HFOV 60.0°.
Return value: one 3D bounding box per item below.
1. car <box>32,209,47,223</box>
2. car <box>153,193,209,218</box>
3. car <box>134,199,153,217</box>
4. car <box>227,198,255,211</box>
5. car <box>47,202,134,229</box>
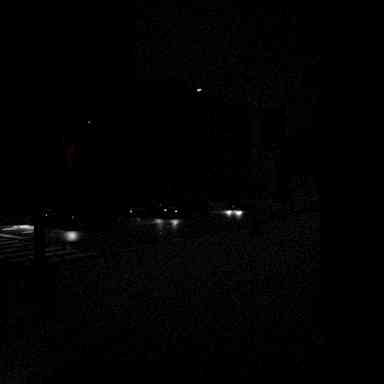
[{"bbox_3d":[-8.940,1.511,23.388,1.994,1.385,4.181,0,0,35],"label":"car"},{"bbox_3d":[-0.593,1.121,29.559,2.150,2.045,5.566,0,0,35],"label":"car"},{"bbox_3d":[-3.825,1.401,30.609,2.128,1.511,4.902,0,0,35],"label":"car"},{"bbox_3d":[5.712,1.417,38.434,1.994,1.385,4.181,0,0,36],"label":"car"},{"bbox_3d":[-6.338,1.419,21.452,1.882,1.535,5.008,0,0,34],"label":"car"}]
